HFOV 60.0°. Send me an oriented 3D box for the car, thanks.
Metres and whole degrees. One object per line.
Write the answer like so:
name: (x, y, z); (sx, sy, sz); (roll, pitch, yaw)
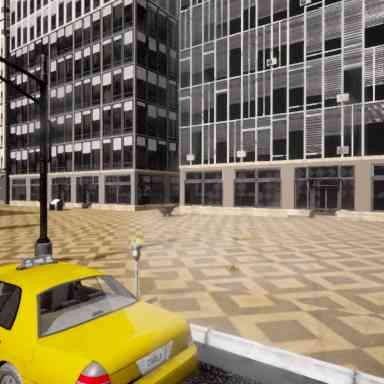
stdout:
car: (-2.218, 1.525, 4.472); (4.829, 1.417, 1.752); (0, 0, 36)
